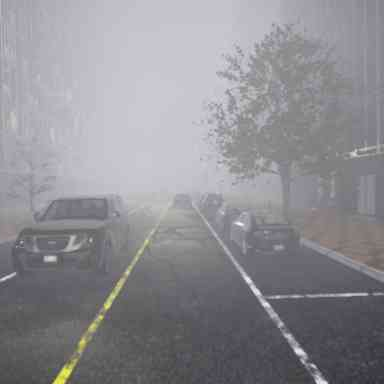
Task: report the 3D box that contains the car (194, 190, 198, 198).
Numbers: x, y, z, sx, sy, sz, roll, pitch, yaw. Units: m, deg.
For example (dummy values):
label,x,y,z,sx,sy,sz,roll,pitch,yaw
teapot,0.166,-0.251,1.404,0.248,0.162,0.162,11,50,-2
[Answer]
label,x,y,z,sx,sy,sz,roll,pitch,yaw
car,1.606,0.787,34.346,1.967,1.590,4.097,-1,1,-2

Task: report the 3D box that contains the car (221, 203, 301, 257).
label,x,y,z,sx,sy,sz,roll,pitch,yaw
car,2.382,1.303,11.595,2.008,1.369,4.403,-1,1,-2

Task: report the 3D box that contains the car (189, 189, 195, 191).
label,x,y,z,sx,sy,sz,roll,pitch,yaw
car,0.835,0.475,57.101,1.887,1.381,4.507,-1,1,-2

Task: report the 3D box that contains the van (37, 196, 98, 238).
label,x,y,z,sx,sy,sz,roll,pitch,yaw
van,-6.189,1.148,17.001,1.690,1.788,3.998,-1,1,-2

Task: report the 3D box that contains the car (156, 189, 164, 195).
label,x,y,z,sx,sy,sz,roll,pitch,yaw
car,-8.701,-0.003,90.955,1.947,1.339,4.313,-1,1,-2

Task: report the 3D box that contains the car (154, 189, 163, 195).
label,x,y,z,sx,sy,sz,roll,pitch,yaw
car,-8.508,0.086,85.267,1.887,1.381,4.507,-1,1,-2

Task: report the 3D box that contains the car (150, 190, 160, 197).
label,x,y,z,sx,sy,sz,roll,pitch,yaw
car,-8.120,0.342,73.891,1.802,1.307,4.206,-1,1,-2

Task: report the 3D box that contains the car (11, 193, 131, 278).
label,x,y,z,sx,sy,sz,roll,pitch,yaw
car,-3.270,1.098,10.215,2.150,2.045,5.566,-1,1,-2

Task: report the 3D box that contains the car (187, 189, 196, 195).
label,x,y,z,sx,sy,sz,roll,pitch,yaw
car,-0.133,-0.046,85.541,1.947,1.339,4.313,-1,1,-2

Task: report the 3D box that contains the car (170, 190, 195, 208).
label,x,y,z,sx,sy,sz,roll,pitch,yaw
car,-1.017,0.854,35.253,1.882,1.535,5.008,-1,1,-2

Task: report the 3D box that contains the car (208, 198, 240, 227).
label,x,y,z,sx,sy,sz,roll,pitch,yaw
car,2.189,1.204,17.283,2.008,1.369,4.403,-1,1,-2

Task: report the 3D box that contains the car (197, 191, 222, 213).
label,x,y,z,sx,sy,sz,roll,pitch,yaw
car,1.800,0.890,28.658,1.967,1.590,4.097,-1,1,-2

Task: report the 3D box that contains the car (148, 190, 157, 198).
label,x,y,z,sx,sy,sz,roll,pitch,yaw
car,-7.927,0.414,68.201,1.887,1.381,4.507,-1,1,-2

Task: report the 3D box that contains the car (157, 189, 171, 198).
label,x,y,z,sx,sy,sz,roll,pitch,yaw
car,-5.131,0.234,64.958,2.097,1.767,4.553,-1,1,-2
